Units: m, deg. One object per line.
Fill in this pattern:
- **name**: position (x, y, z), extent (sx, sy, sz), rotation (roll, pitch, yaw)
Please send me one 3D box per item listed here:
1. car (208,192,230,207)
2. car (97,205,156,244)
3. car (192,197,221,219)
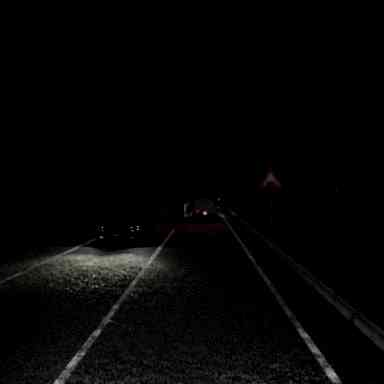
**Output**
- **car**: position (3.327, 0.896, 42.132), extent (2.097, 1.767, 4.553), rotation (-2, 1, 22)
- **car**: position (-2.849, 1.369, 15.339), extent (1.882, 1.535, 5.008), rotation (0, 1, 2)
- **car**: position (0.960, 1.283, 25.279), extent (1.812, 1.442, 4.674), rotation (0, -1, 2)
